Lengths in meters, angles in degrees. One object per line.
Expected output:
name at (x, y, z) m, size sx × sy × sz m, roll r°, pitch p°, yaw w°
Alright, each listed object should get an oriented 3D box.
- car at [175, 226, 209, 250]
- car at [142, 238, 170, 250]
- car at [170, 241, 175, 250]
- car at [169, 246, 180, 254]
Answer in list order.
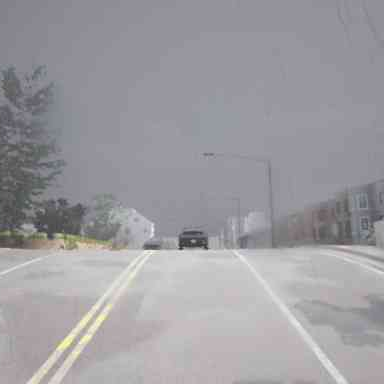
car at (0.081, 3.141, 22.363) m, size 1.837 × 1.490 × 4.892 m, roll -1°, pitch -10°, yaw 0°
car at (-3.605, 5.163, 32.497) m, size 2.033 × 1.411 × 5.357 m, roll 0°, pitch -11°, yaw 0°
car at (-3.573, 8.403, 50.601) m, size 2.150 × 2.045 × 5.566 m, roll 0°, pitch -11°, yaw 0°
car at (-3.509, 11.630, 66.539) m, size 1.837 × 1.490 × 4.892 m, roll 0°, pitch -11°, yaw 0°
